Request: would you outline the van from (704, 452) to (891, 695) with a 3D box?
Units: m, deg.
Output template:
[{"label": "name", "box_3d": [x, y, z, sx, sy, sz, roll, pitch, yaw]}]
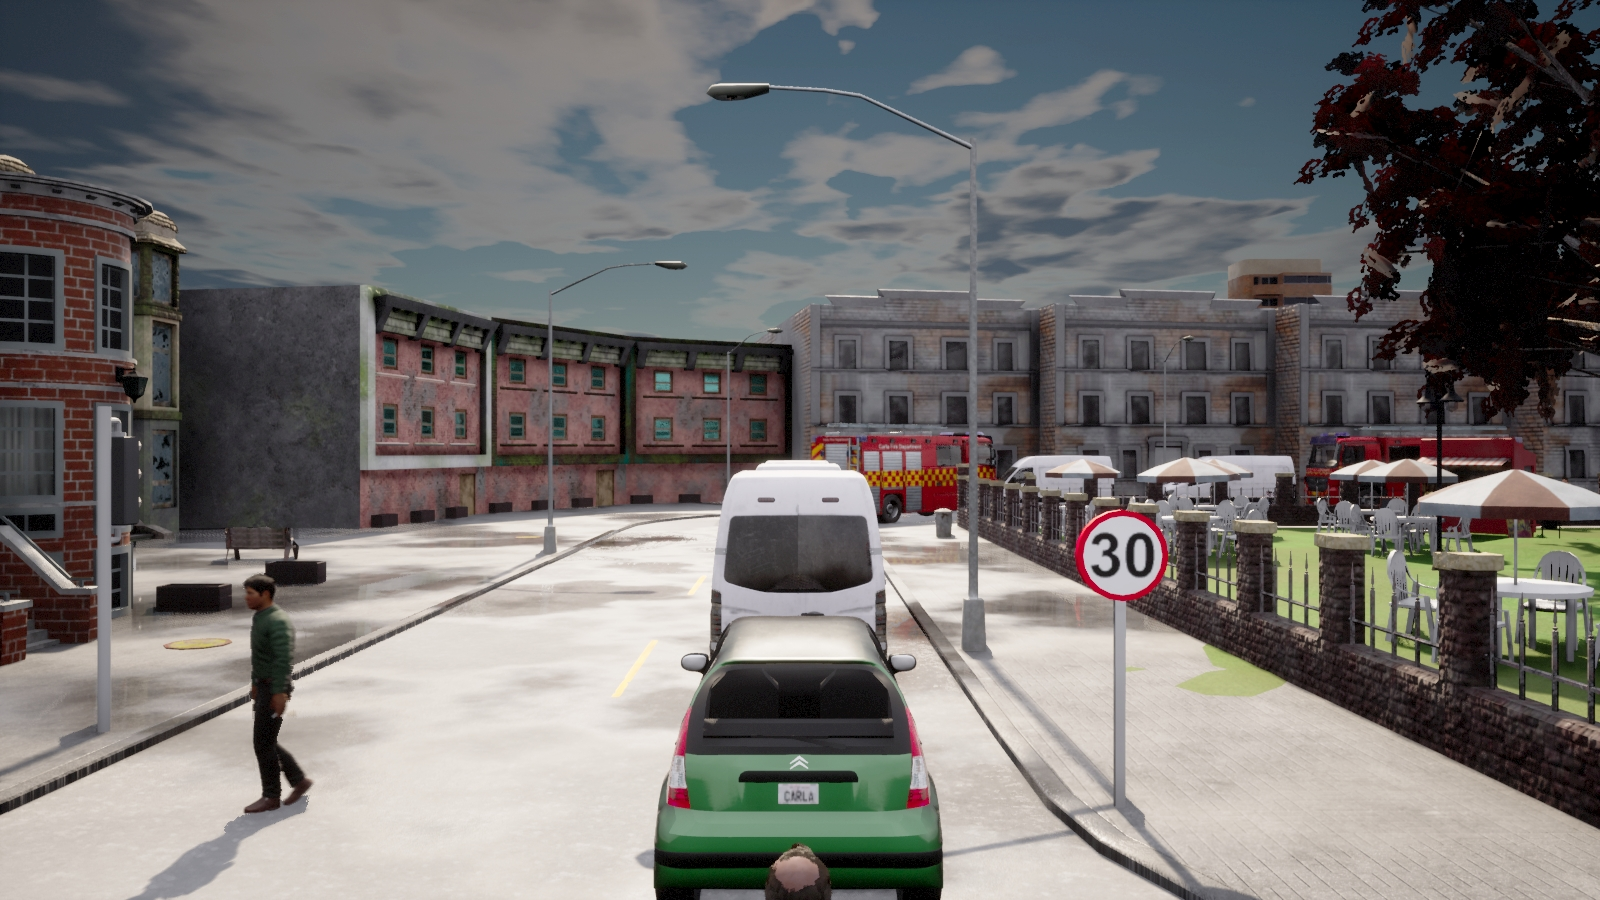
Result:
[{"label": "van", "box_3d": [-0.025, 1.315, 15.105, 1.988, 2.561, 5.915, 0, 0, 0]}]

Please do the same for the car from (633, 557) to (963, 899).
[{"label": "car", "box_3d": [-0.015, 1.779, 8.404, 1.851, 1.617, 3.988, 0, 0, 0]}]

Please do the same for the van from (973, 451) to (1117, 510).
[{"label": "van", "box_3d": [10.768, 1.314, 50.430, 5.915, 2.561, 1.988, 0, 0, 0]}]

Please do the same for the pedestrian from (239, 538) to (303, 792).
[{"label": "pedestrian", "box_3d": [-4.083, 1.629, 8.820, 0.375, 1.860, 0.375, 0, 0, -38]}]

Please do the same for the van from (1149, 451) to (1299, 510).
[{"label": "van", "box_3d": [18.656, 1.314, 50.452, 5.915, 2.561, 1.988, 0, 0, 0]}]

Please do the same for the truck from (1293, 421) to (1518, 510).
[{"label": "truck", "box_3d": [26.739, 0.670, 50.713, 8.468, 3.827, 2.891, 0, 0, 0]}]

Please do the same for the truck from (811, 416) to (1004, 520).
[{"label": "truck", "box_3d": [4.502, 0.672, 46.247, 8.468, 3.827, 2.891, 0, 0, -43]}]
